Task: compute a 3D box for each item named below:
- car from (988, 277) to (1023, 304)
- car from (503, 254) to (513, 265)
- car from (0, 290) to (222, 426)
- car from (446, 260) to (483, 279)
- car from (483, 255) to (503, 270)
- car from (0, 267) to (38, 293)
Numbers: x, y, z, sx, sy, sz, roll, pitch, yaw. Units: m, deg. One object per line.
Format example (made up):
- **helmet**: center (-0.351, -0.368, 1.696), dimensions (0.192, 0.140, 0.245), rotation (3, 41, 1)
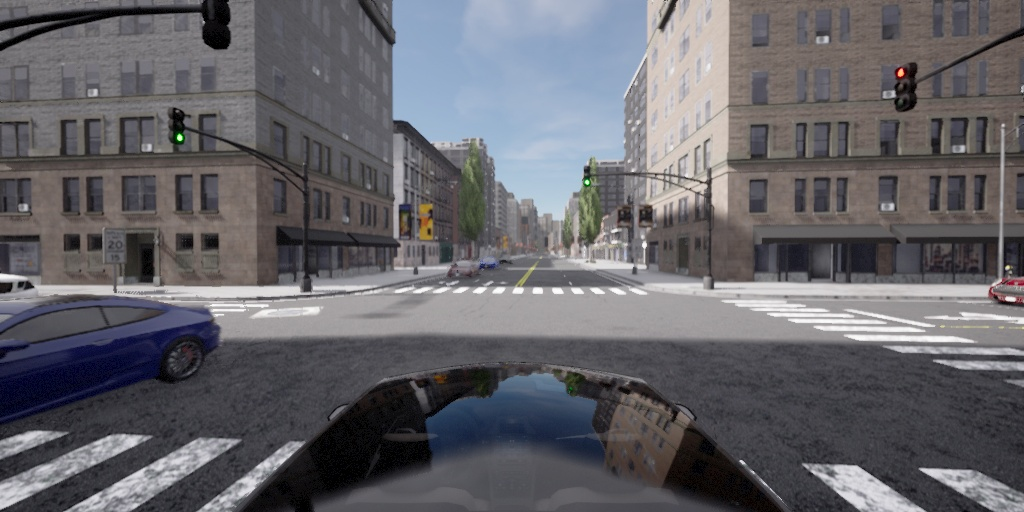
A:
- **car**: center (20.213, 1.047, 12.922), dimensions (4.097, 1.591, 1.967), rotation (0, 0, 6)
- **car**: center (-1.064, 0.536, 58.633), dimensions (2.097, 1.767, 4.553), rotation (0, 0, 5)
- **car**: center (-6.106, 1.269, 4.384), dimensions (1.812, 1.442, 4.674), rotation (0, 1, 5)
- **car**: center (-3.825, 1.062, 28.877), dimensions (1.812, 1.442, 4.674), rotation (0, 2, 5)
- **car**: center (-2.605, 0.853, 42.066), dimensions (1.882, 1.535, 5.008), rotation (0, 1, 5)
- **car**: center (-17.817, 0.935, 10.773), dimensions (5.566, 2.045, 2.150), rotation (0, 1, 6)
